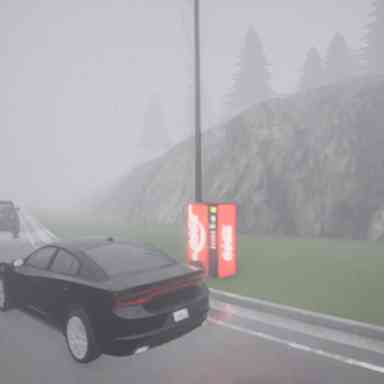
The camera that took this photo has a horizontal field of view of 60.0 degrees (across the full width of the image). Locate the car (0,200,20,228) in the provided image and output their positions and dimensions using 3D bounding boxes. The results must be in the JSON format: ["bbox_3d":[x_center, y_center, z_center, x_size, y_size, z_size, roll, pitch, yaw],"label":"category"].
[{"bbox_3d":[-11.233,1.500,19.161,2.150,2.045,5.566,0,-1,-29],"label":"car"}]

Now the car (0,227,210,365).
[{"bbox_3d":[-1.944,1.552,6.110,5.008,1.535,1.882,-2,-2,43],"label":"car"}]

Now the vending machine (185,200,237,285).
[{"bbox_3d":[0.526,1.274,8.991,0.880,2.100,1.100,-1,-1,45],"label":"vending machine"}]
